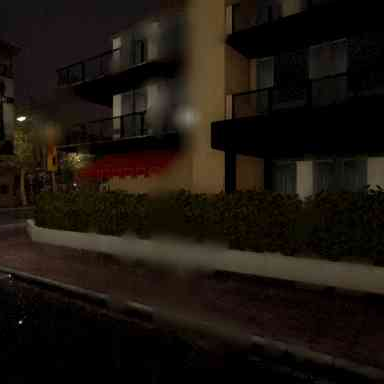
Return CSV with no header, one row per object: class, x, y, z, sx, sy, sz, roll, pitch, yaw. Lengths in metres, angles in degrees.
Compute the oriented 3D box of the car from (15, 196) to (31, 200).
car,-35.696,1.481,67.692,4.892,1.521,2.231,0,0,36
